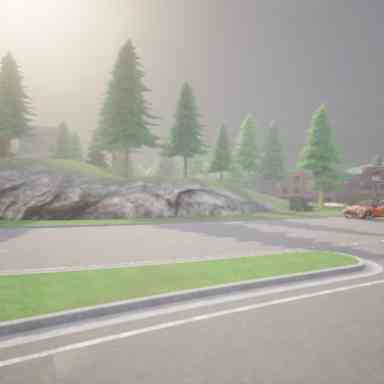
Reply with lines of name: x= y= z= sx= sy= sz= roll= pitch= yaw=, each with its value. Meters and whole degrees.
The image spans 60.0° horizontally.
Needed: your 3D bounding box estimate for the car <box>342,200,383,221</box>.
car: x=15.273 y=1.475 z=28.910 sx=4.553 sy=1.767 sz=2.097 roll=0 pitch=0 yaw=-27
